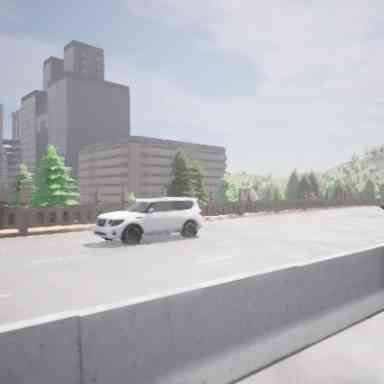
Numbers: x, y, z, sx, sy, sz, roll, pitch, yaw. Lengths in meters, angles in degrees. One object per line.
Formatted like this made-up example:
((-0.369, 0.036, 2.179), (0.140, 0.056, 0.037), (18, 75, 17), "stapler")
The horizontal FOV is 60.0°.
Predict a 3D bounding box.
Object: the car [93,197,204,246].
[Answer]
((-1.908, 1.293, 16.142), (5.566, 2.045, 2.150), (0, 0, -41), "car")

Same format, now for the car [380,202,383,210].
((26.568, 1.641, 43.999), (5.357, 1.411, 2.033), (0, 0, -44), "car")
